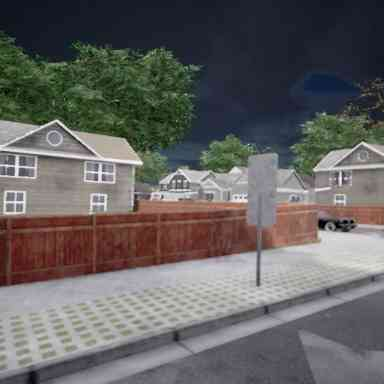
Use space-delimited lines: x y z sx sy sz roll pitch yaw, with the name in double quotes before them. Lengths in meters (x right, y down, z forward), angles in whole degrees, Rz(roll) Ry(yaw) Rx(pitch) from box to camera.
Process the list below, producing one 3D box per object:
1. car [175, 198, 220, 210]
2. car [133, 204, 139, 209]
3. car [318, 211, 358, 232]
"car" 0.494 1.636 32.236 2.150 2.045 5.566 3 -2 -36
"car" -9.048 1.790 44.940 2.150 2.045 5.566 3 -2 -37
"car" 8.065 1.857 21.559 1.895 1.301 4.718 3 -2 -35
